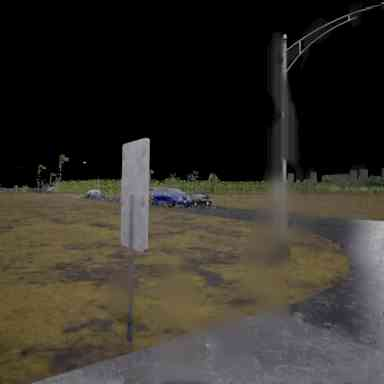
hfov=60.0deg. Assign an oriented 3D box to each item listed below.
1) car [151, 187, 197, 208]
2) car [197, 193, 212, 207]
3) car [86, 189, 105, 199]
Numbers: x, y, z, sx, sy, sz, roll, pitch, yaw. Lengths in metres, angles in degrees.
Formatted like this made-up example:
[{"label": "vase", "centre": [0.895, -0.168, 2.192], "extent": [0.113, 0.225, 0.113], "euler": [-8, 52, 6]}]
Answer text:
[{"label": "car", "centre": [-2.233, 0.541, 34.759], "extent": [2.150, 2.045, 5.566], "euler": [1, 0, -35]}, {"label": "car", "centre": [0.299, 0.893, 37.382], "extent": [1.837, 1.490, 4.892], "euler": [2, 0, -35]}, {"label": "car", "centre": [-15.807, 0.327, 54.265], "extent": [1.812, 1.442, 4.674], "euler": [1, 0, -35]}]
